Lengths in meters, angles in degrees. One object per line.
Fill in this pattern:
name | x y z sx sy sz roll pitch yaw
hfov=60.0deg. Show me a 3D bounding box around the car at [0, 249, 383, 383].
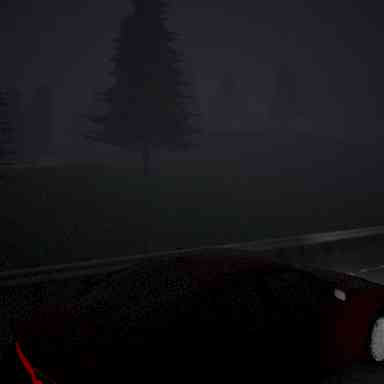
car | 0.560 1.456 4.054 5.008 1.535 1.882 0 0 -35
